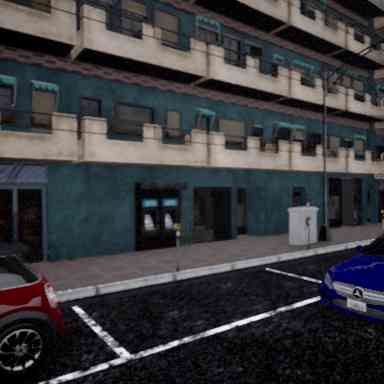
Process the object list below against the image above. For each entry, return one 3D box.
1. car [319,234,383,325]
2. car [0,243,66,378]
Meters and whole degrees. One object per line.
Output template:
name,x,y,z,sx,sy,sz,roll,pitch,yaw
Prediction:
car,4.481,1.516,6.576,4.674,1.442,1.812,0,0,-36
car,-3.783,1.441,3.872,4.097,1.590,1.967,0,0,-36
